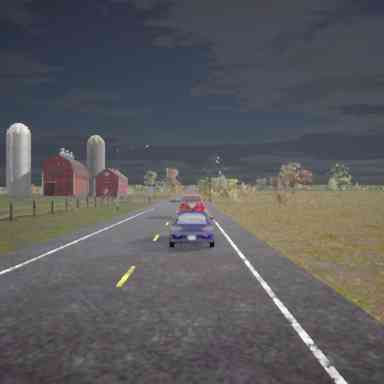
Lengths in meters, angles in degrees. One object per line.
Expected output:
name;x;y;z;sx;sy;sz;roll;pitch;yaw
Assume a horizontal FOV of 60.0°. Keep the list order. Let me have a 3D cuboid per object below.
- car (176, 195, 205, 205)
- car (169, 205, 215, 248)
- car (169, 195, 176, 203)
car;0.000;1.244;29.680;2.150;2.045;5.566;0;0;0
car;0.000;1.527;14.651;1.812;1.442;4.674;0;0;0
car;-3.500;1.349;66.680;2.097;1.767;4.553;0;0;0
